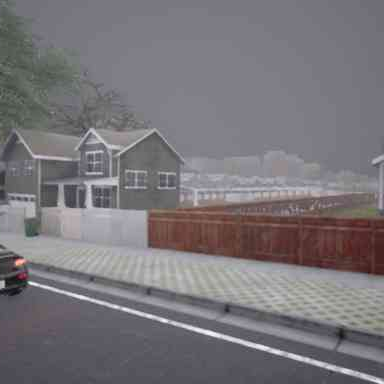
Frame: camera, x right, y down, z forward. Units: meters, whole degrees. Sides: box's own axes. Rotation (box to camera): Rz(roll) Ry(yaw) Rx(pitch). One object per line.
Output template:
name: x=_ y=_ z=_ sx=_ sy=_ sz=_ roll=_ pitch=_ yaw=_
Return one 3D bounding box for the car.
car: x=-5.569 y=1.611 z=7.515 sx=4.674 sy=1.442 sz=1.812 roll=-1 pitch=0 yaw=34
